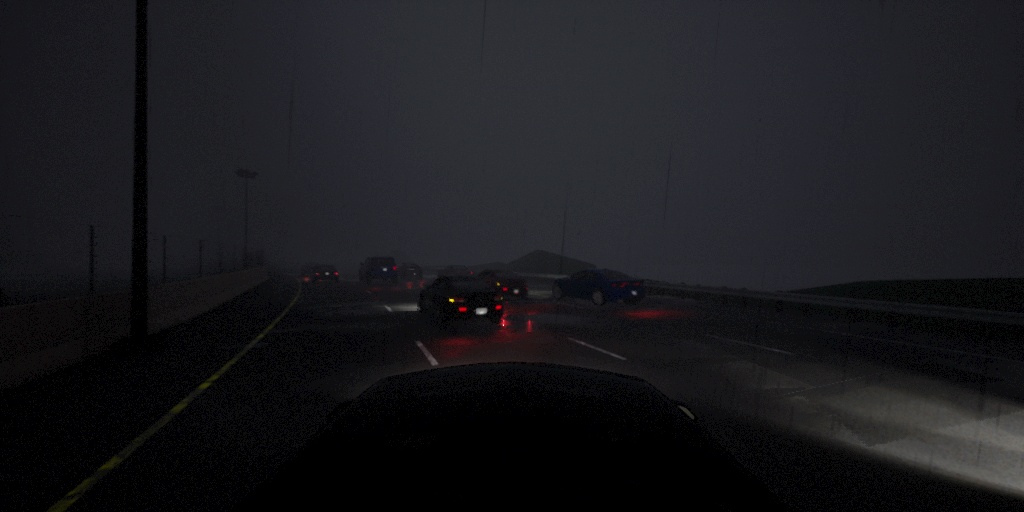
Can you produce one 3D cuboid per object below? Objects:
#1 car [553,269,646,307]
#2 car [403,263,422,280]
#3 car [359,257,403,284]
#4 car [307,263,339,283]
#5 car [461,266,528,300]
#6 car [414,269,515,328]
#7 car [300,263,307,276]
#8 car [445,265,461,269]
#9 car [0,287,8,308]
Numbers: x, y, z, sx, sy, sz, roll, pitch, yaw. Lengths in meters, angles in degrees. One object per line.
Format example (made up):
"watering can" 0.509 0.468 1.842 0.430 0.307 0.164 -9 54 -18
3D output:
"car" 3.752 1.319 16.376 1.882 1.535 5.008 0 0 -26
"car" -9.929 1.393 33.908 2.128 1.511 4.902 0 -1 -32
"car" -10.644 1.092 28.442 2.150 2.045 5.566 0 0 -31
"car" -15.381 1.412 29.450 2.033 1.411 5.357 0 0 -31
"car" -0.836 1.363 17.796 1.812 1.442 4.674 0 0 -26
"car" -1.789 1.327 11.739 1.812 1.442 4.674 0 0 -25
"car" -21.862 1.427 39.136 1.812 1.442 4.674 0 0 -34
"car" -5.271 1.511 33.074 1.895 1.301 4.718 0 0 -31
"car" -16.644 1.278 9.861 1.812 1.442 4.674 0 0 -27
